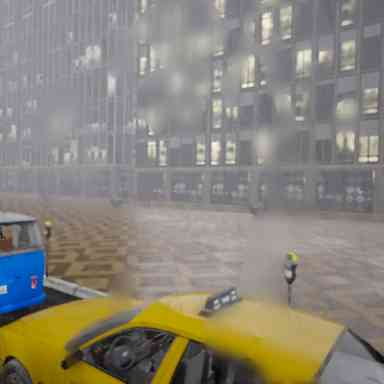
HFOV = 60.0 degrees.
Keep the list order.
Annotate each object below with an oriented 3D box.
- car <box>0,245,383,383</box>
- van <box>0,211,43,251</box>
[{"bbox_3d":[0.015,1.487,2.856,4.829,1.417,1.752,2,1,35],"label":"car"},{"bbox_3d":[-4.342,1.172,5.961,3.998,1.788,1.690,2,1,35],"label":"van"}]
